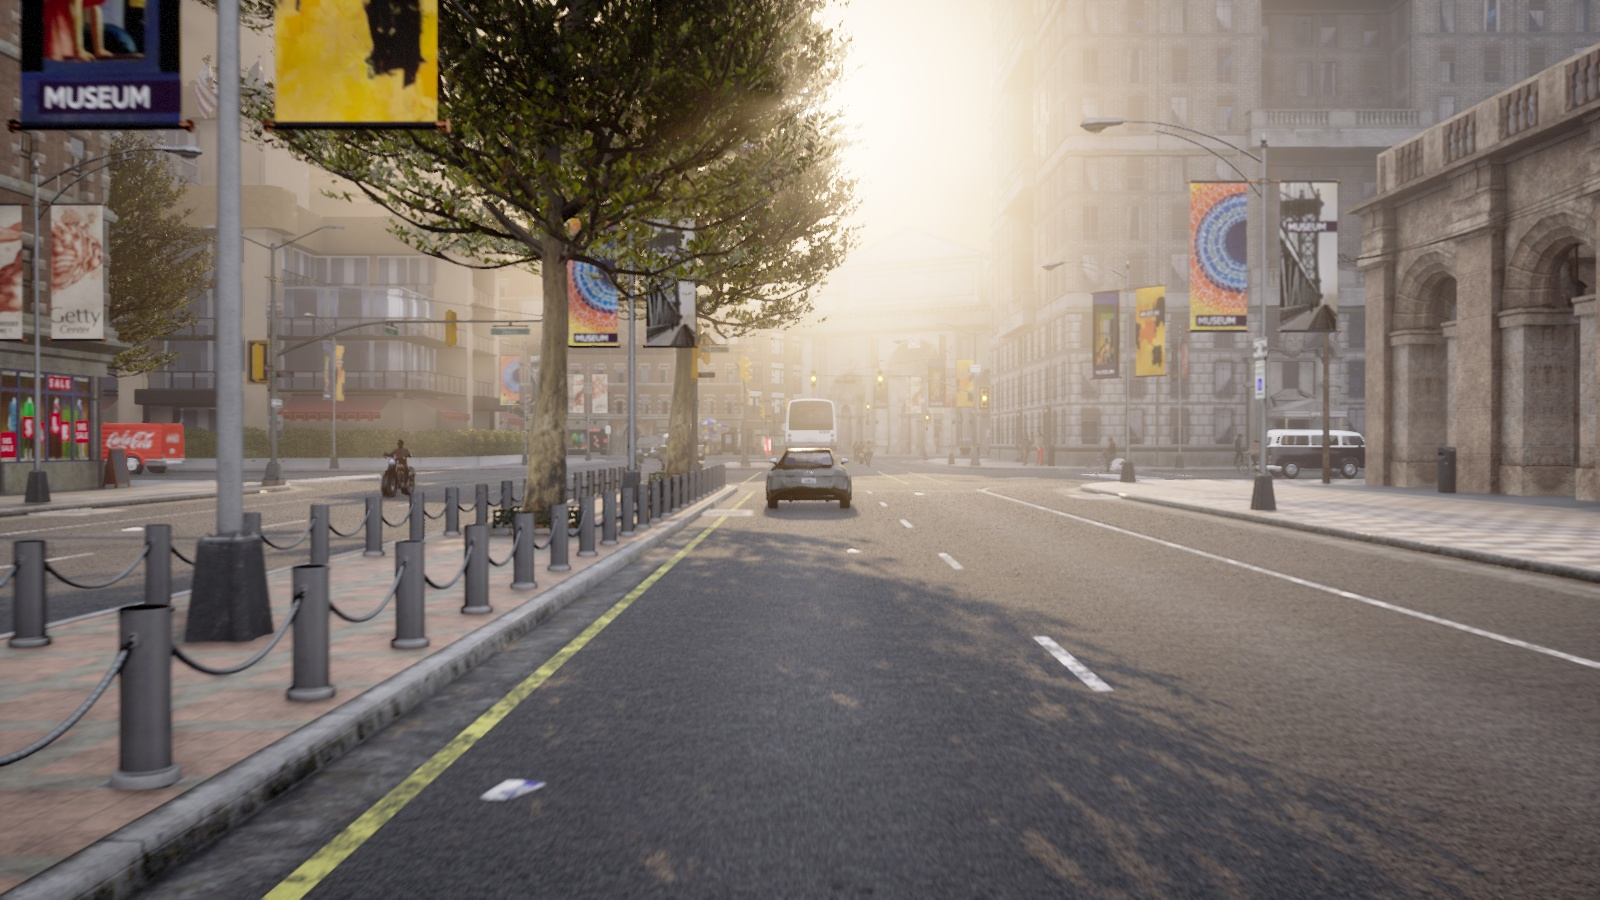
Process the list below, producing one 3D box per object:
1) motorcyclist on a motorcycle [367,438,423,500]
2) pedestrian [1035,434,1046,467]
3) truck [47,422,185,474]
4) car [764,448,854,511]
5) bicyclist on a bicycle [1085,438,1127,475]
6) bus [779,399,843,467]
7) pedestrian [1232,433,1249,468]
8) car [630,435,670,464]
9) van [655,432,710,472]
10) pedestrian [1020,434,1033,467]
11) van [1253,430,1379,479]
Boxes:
[{"bbox_3d":[-11.192,0.493,34.807,0.766,1.649,2.350,0,1,0],"label":"motorcyclist on a motorcycle"},{"bbox_3d":[13.588,0.018,70.854,0.345,1.836,0.594,0,0,-22],"label":"pedestrian"},{"bbox_3d":[-32.746,-0.106,60.251,5.204,2.467,2.627,0,0,0],"label":"truck"},{"bbox_3d":[0.208,0.644,29.812,1.994,1.385,4.181,0,0,0],"label":"car"},{"bbox_3d":[14.625,0.293,60.114,1.843,1.776,0.659,0,0,0],"label":"bicyclist on a bicycle"},{"bbox_3d":[0.722,-1.096,83.231,3.944,4.253,10.273,0,0,0],"label":"bus"},{"bbox_3d":[24.247,0.036,69.139,0.788,1.949,0.423,0,0,4],"label":"pedestrian"},{"bbox_3d":[-10.721,-0.048,90.088,2.150,2.045,5.566,0,0,0],"label":"car"},{"bbox_3d":[-6.210,0.095,65.894,2.069,2.038,4.480,0,0,-16],"label":"van"},{"bbox_3d":[12.773,0.017,70.917,0.540,1.848,0.694,0,0,-6],"label":"pedestrian"},{"bbox_3d":[21.772,0.191,53.093,4.480,2.038,2.069,0,0,0],"label":"van"}]
